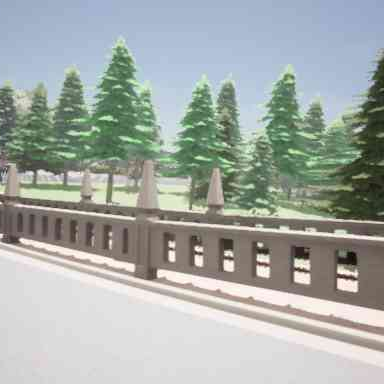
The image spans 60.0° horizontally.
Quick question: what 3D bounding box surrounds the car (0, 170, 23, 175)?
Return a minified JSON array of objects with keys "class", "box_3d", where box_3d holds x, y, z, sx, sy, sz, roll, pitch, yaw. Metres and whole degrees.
[{"class":"car","box_3d":[-28.783,-3.492,51.652,2.033,1.411,5.357,9,5,37]}]
